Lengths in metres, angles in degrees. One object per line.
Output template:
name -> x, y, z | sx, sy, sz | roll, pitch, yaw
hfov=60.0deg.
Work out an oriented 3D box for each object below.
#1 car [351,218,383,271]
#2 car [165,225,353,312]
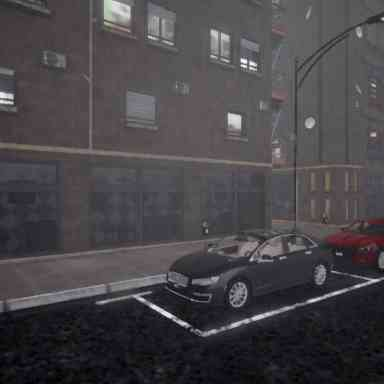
car -> 6.066, 1.542, 10.885 | 4.507, 1.381, 1.887 | 0, 0, -36
car -> 1.478, 1.549, 7.612 | 4.403, 1.369, 2.008 | 0, 0, -36
